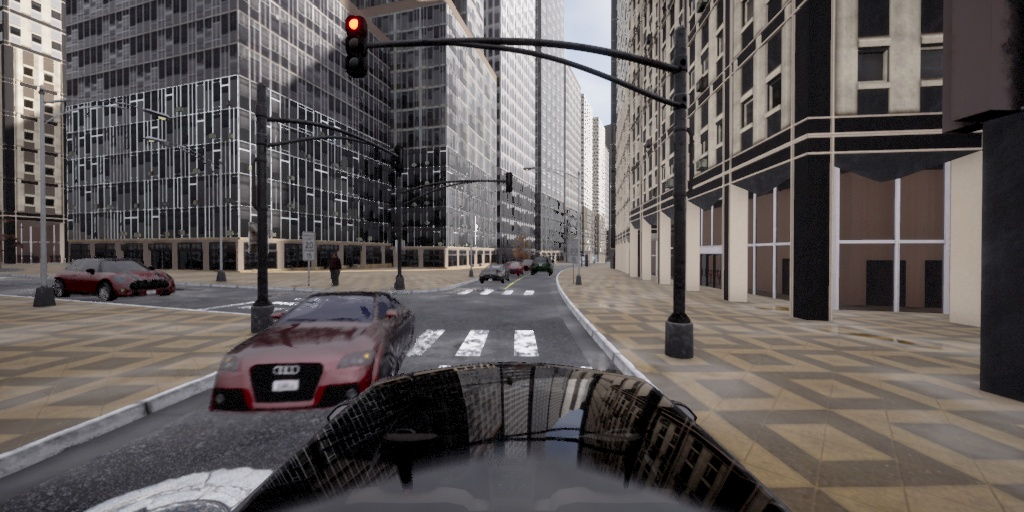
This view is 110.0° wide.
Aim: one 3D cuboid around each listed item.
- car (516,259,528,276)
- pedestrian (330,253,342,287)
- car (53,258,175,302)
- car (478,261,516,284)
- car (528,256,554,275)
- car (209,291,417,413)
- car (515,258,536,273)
[{"bbox_3d":[0.133,1.295,37.783,1.882,1.535,5.008,0,0,9],"label":"car"},{"bbox_3d":[-9.577,0.715,19.407,0.375,1.860,0.375,0,0,16],"label":"pedestrian"},{"bbox_3d":[-17.098,0.893,15.485,4.553,1.767,2.097,1,1,16],"label":"car"},{"bbox_3d":[-1.220,1.330,28.075,2.033,1.411,5.357,0,0,7],"label":"car"},{"bbox_3d":[3.443,1.055,39.893,2.150,2.045,5.566,0,0,9],"label":"car"},{"bbox_3d":[-2.855,1.314,6.130,1.994,1.385,4.181,0,0,-7],"label":"car"},{"bbox_3d":[1.885,1.217,47.511,2.097,1.767,4.553,0,0,11],"label":"car"}]
